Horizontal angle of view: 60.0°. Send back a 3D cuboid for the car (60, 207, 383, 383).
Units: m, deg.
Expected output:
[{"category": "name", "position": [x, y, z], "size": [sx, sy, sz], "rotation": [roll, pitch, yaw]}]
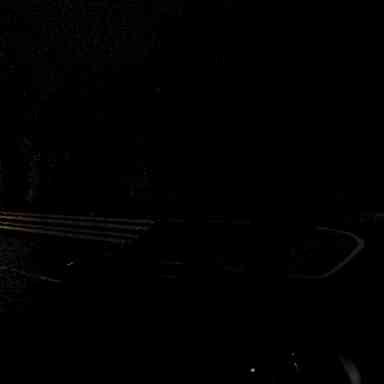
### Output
[{"category": "car", "position": [0.414, 1.245, 4.867], "size": [5.566, 2.045, 2.150], "rotation": [0, 0, 36]}]
